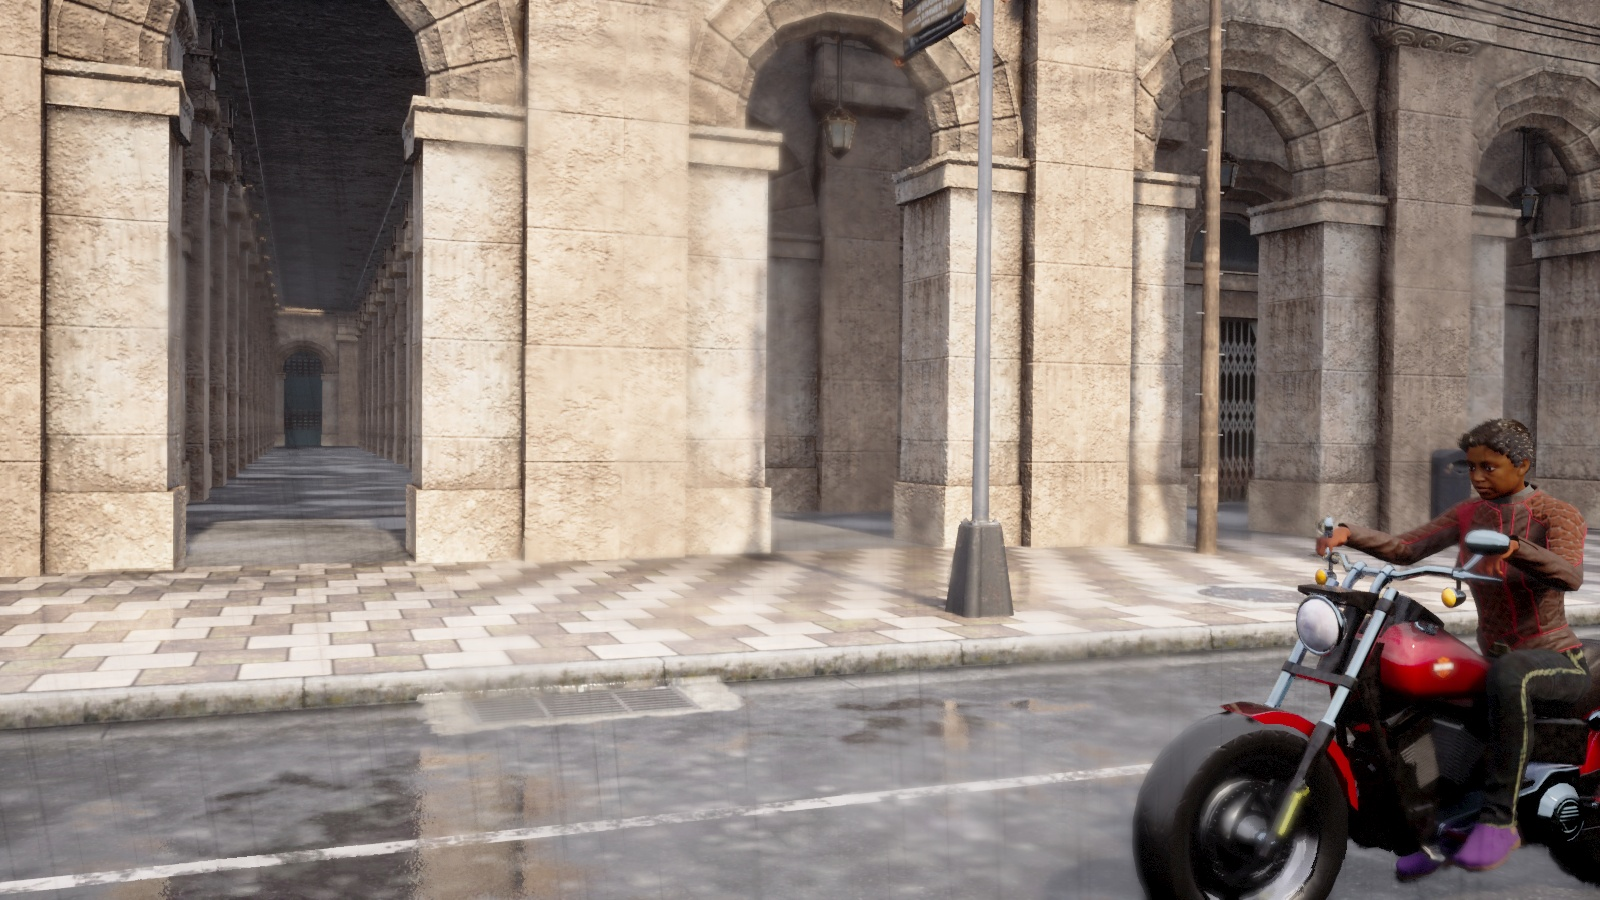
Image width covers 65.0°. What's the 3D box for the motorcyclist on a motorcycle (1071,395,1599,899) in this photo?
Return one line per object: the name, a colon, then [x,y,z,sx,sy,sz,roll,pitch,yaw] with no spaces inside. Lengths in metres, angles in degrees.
motorcyclist on a motorcycle: [2.107,0.660,4.062,2.350,1.649,0.766,-1,1,-21]
